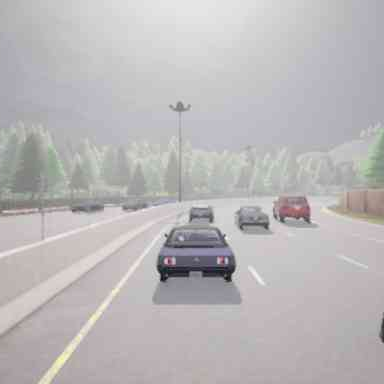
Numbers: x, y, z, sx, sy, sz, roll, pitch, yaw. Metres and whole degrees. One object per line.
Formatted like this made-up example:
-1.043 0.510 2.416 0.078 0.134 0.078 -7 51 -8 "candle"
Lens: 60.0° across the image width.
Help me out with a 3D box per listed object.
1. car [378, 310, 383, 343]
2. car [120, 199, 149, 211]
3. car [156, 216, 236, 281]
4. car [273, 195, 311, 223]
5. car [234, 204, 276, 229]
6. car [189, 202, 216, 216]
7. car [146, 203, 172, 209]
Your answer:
3.597 1.571 2.943 1.994 1.385 4.181 0 0 0 "car"
-7.181 1.600 42.158 1.837 1.490 4.892 0 -1 15 "car"
0.098 1.623 9.888 1.895 1.301 4.718 0 0 0 "car"
7.781 1.280 26.310 2.150 2.045 5.566 0 0 6 "car"
3.852 1.596 21.874 2.033 1.411 5.357 0 0 3 "car"
0.875 1.552 27.136 2.128 1.511 4.902 0 0 6 "car"
-3.604 1.571 42.040 1.882 1.535 5.008 0 0 15 "car"
